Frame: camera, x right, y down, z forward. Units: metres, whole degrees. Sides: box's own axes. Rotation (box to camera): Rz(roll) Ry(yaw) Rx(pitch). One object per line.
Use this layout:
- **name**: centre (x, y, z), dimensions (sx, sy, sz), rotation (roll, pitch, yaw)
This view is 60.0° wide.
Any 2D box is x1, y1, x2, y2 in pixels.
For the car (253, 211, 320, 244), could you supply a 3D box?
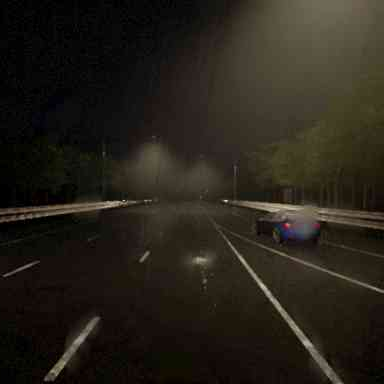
- **car**: centre (4.691, 1.705, 17.072), dimensions (2.163, 1.488, 4.792), rotation (0, -1, -8)
